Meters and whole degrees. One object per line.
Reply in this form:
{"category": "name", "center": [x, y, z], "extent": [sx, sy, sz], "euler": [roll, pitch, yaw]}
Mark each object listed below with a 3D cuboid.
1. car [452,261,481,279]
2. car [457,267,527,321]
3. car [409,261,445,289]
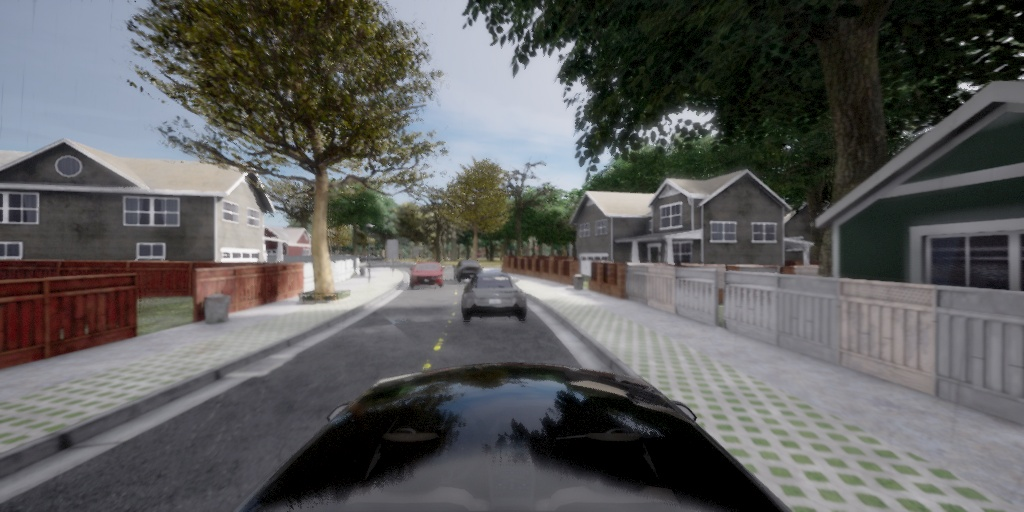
{"category": "car", "center": [-3.313, 1.081, 26.897], "extent": [1.837, 1.490, 4.892], "euler": [0, 1, -14]}
{"category": "car", "center": [-0.676, 1.245, 12.211], "extent": [1.994, 1.385, 4.181], "euler": [0, 0, -6]}
{"category": "car", "center": [-5.238, 1.086, 22.249], "extent": [1.882, 1.535, 5.008], "euler": [0, 0, -12]}
